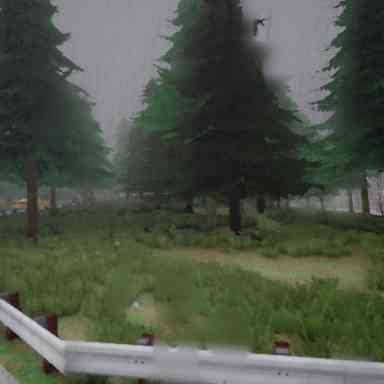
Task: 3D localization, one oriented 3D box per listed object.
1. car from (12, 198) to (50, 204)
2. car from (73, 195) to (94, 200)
[{"bbox_3d":[-17.641,1.332,36.776,1.882,1.535,5.008,-4,1,10],"label":"car"},{"bbox_3d":[-15.422,1.137,47.878,1.994,1.385,4.181,-4,1,13],"label":"car"}]
